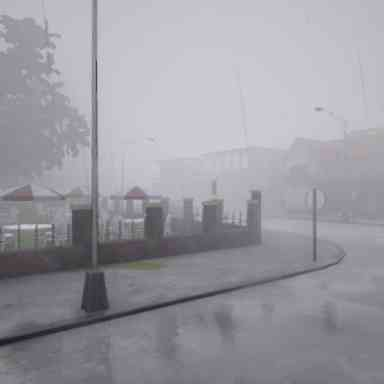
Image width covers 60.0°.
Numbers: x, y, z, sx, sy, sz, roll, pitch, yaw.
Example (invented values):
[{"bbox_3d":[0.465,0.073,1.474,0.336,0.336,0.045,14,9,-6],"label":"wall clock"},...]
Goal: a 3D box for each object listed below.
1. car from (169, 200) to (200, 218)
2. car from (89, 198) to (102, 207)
[{"bbox_3d":[-1.237,1.463,29.790,2.128,1.511,4.902,0,0,-36],"label":"car"},{"bbox_3d":[-14.367,1.519,48.304,2.033,1.411,5.357,0,0,-35],"label":"car"}]
